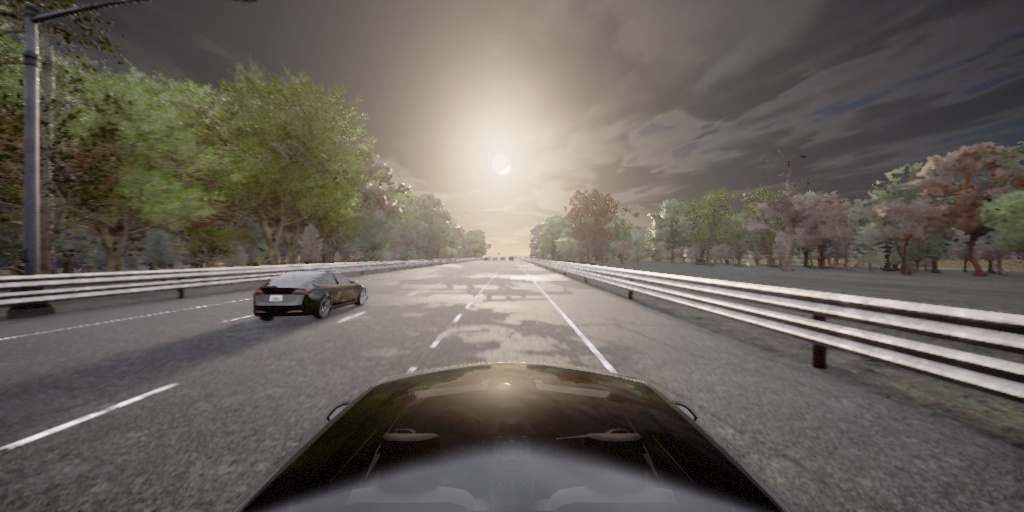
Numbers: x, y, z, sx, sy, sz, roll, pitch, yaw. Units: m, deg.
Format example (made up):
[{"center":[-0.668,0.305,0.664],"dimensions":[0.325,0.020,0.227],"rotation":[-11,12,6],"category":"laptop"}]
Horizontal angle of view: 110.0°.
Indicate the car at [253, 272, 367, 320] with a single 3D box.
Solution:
[{"center":[-6.870,1.272,12.740],"dimensions":[2.163,1.488,4.792],"rotation":[0,0,-1],"category":"car"}]
